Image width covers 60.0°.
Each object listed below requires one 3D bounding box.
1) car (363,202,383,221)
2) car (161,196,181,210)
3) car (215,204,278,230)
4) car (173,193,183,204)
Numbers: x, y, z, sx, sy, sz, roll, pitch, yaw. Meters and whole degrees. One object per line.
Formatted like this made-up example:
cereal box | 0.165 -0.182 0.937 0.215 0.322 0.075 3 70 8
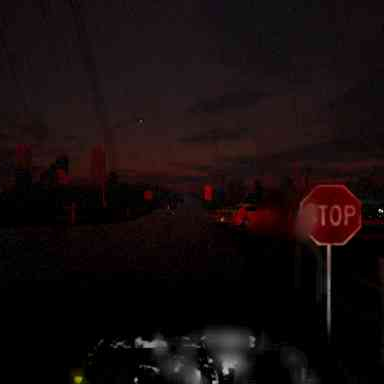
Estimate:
car | 17.808 1.665 30.195 4.553 1.767 2.097 1 -1 -21
car | -2.897 1.559 43.356 2.033 1.411 5.357 0 0 0
car | 3.585 1.516 21.294 5.008 1.535 1.882 2 -2 -44
car | -2.844 1.270 64.396 2.150 2.045 5.566 0 0 0
